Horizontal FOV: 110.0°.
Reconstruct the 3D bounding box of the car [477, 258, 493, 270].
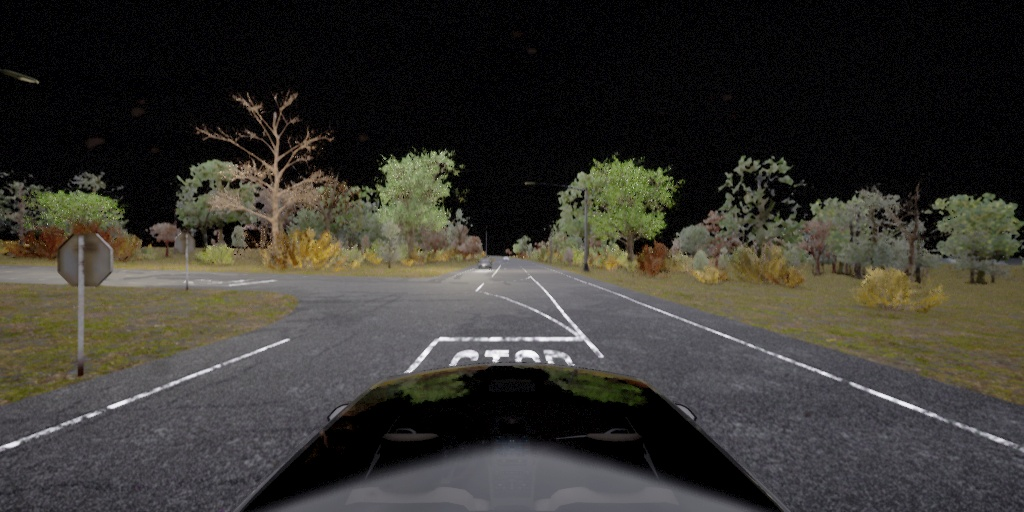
[{"bbox_3d":[-3.647,1.055,49.078,2.128,1.511,4.902,0,0,0],"label":"car"}]
